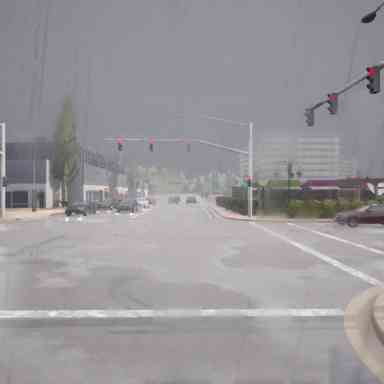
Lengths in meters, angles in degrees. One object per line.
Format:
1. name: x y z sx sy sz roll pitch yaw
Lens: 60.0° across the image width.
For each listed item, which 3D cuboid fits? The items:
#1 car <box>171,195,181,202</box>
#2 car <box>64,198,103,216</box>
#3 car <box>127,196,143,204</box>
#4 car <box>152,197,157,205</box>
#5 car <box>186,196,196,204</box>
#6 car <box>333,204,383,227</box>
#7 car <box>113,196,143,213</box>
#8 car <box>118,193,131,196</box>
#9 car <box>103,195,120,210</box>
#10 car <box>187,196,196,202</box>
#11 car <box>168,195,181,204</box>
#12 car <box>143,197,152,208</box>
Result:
1. car: -3.649 1.425 74.787 1.994 1.385 4.181 0 0 0
2. car: -10.664 1.547 32.535 2.033 1.411 5.357 0 0 0
3. car: -10.675 1.547 62.774 2.033 1.411 5.357 0 0 1
4. car: -7.194 1.564 56.775 1.994 1.385 4.181 0 0 0
5. car: -0.128 1.491 64.521 2.128 1.511 4.902 0 0 0
6. car: 11.762 1.526 21.876 4.674 1.442 1.812 0 0 1
7. car: -7.175 1.505 37.629 1.837 1.490 4.892 0 0 0
8. car: -10.701 1.221 52.077 2.150 2.045 5.566 0 0 0
9. car: -10.682 1.505 42.091 1.837 1.490 4.892 0 0 0
10. car: -0.149 1.468 74.826 1.895 1.301 4.718 0 0 0
11. car: -3.628 1.547 64.514 2.033 1.411 5.357 0 0 0
12. car: -7.187 1.526 46.814 1.812 1.442 4.674 0 0 0
